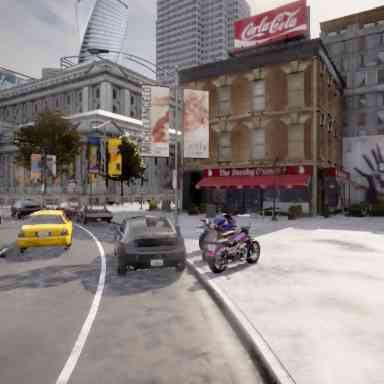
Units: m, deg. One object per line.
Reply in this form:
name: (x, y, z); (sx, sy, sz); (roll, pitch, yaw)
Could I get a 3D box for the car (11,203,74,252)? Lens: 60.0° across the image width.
car: (-6.062, 1.452, 14.050); (1.801, 1.575, 5.366); (0, 0, -19)

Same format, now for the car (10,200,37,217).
car: (-14.692, 1.493, 29.296); (1.837, 1.490, 4.892); (1, 0, -38)

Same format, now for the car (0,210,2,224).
car: (-15.154, 1.338, 24.119); (2.097, 1.767, 4.553); (0, 0, -34)

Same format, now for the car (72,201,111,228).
car: (-7.348, 1.590, 24.614); (1.895, 1.301, 4.718); (0, 0, -28)

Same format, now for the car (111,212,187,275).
car: (-1.487, 1.504, 10.572); (1.837, 1.490, 4.892); (0, 0, -15)
